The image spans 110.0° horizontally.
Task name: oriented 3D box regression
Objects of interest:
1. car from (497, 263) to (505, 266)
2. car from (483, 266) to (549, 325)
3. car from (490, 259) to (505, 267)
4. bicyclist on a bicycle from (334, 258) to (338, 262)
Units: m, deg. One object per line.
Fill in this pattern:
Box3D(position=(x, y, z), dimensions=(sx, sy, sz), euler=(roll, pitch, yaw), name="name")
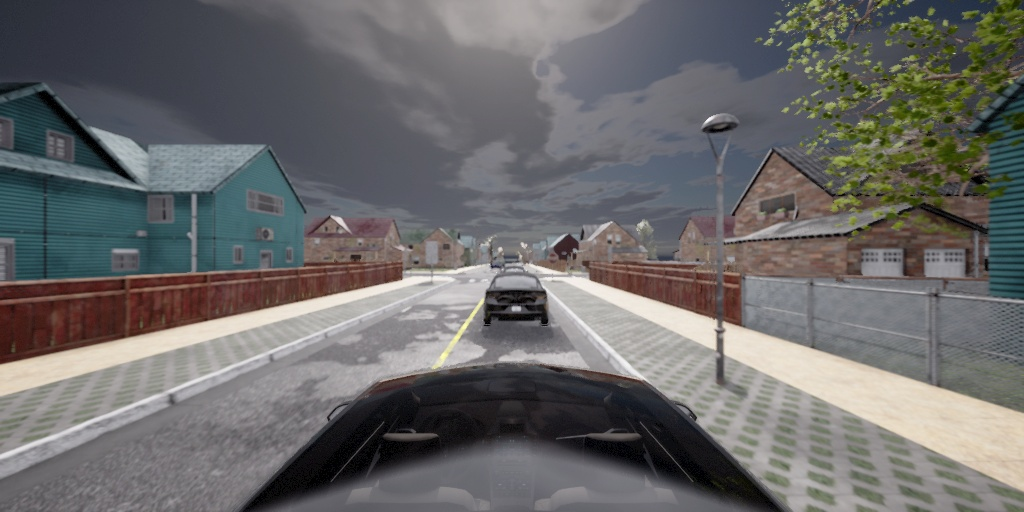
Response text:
Box3D(position=(0.139, 1.354, 23.032), dimensions=(1.812, 1.442, 4.674), euler=(0, 0, 0), name="car")
Box3D(position=(0.117, 1.265, 11.994), dimensions=(1.882, 1.535, 5.008), euler=(0, 0, 0), name="car")
Box3D(position=(-2.683, 1.663, 60.836), dimensions=(1.895, 1.301, 4.718), euler=(0, 0, 1), name="car")
Box3D(position=(-20.078, 1.099, 40.961), dimensions=(0.582, 1.620, 1.656), euler=(0, 0, 0), name="bicyclist on a bicycle")
